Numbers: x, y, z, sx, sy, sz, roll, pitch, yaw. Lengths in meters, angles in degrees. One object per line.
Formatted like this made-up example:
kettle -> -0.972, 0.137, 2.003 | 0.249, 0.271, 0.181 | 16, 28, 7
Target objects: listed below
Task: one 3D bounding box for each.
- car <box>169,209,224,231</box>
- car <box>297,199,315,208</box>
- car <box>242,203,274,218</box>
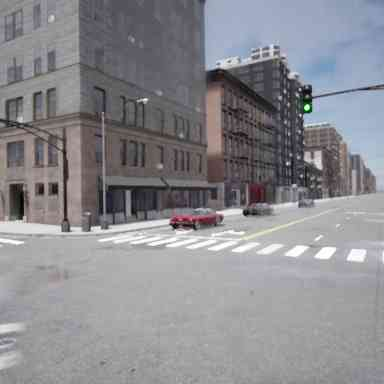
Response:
car -> 0.390, 1.821, 22.795 | 1.895, 1.301, 4.718 | -1, -1, 31
car -> 18.339, 1.794, 53.230 | 2.033, 1.411, 5.357 | -1, -1, 30
car -> 6.683, 1.834, 33.530 | 1.895, 1.301, 4.718 | -1, -1, 30
